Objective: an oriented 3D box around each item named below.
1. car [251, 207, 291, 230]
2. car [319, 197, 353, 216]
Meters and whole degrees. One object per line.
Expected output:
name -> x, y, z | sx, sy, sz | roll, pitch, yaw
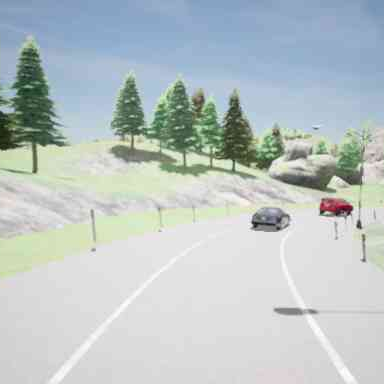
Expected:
car -> 5.539, 1.739, 22.990 | 2.033, 1.411, 5.357 | 3, 0, 25
car -> 16.879, 1.662, 38.873 | 5.566, 2.045, 2.150 | 1, 3, -45
